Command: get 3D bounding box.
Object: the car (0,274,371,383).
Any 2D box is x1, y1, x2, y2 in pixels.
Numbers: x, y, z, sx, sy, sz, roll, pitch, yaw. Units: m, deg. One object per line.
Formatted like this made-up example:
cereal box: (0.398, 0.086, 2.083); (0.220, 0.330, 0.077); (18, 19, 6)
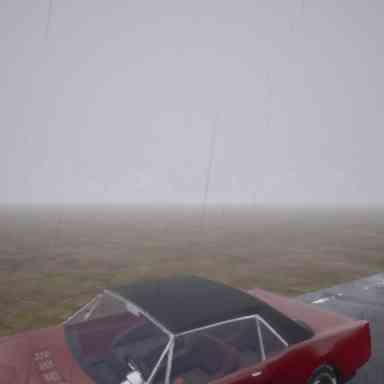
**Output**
car: (-0.426, 1.611, 3.066); (4.718, 1.301, 1.895); (1, 0, -35)
